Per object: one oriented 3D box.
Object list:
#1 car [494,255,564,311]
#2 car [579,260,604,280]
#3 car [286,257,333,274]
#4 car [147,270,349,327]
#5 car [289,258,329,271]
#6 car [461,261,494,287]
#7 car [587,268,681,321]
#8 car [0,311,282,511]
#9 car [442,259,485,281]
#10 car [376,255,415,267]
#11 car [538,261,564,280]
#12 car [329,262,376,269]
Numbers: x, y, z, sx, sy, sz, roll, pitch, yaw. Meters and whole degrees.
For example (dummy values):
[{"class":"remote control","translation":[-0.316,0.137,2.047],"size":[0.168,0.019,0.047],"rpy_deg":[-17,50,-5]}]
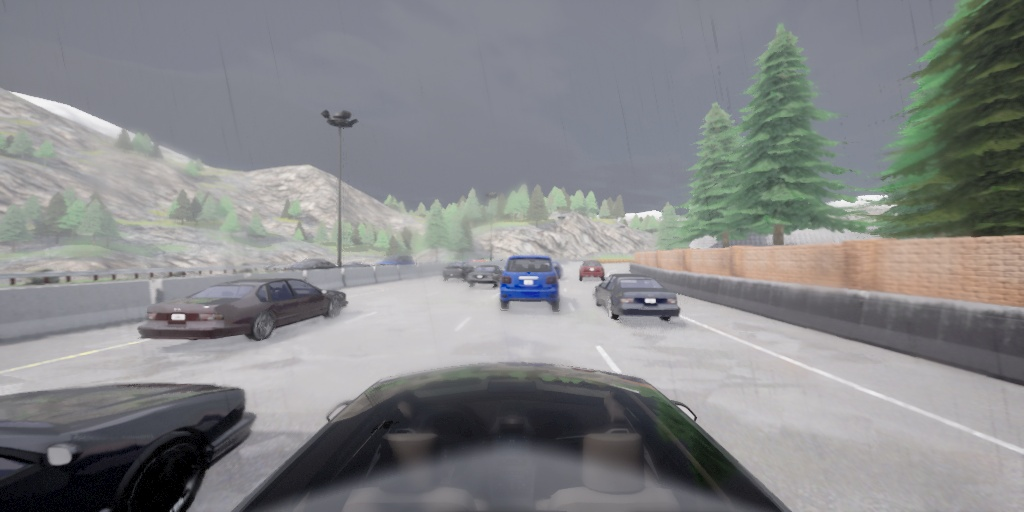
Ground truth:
[{"class":"car","translation":[0.813,0.982,14.750],"size":[2.150,2.045,5.566],"rpy_deg":[0,0,5]},{"class":"car","translation":[6.958,1.138,31.341],"size":[2.097,1.767,4.553],"rpy_deg":[0,0,12]},{"class":"car","translation":[-23.240,1.062,41.347],"size":[2.097,1.767,4.553],"rpy_deg":[0,0,14]},{"class":"car","translation":[-6.608,1.284,9.763],"size":[2.033,1.411,5.357],"rpy_deg":[0,0,3]},{"class":"car","translation":[-20.556,1.222,37.393],"size":[1.837,1.490,4.892],"rpy_deg":[0,-1,12]},{"class":"car","translation":[-1.539,1.306,24.228],"size":[2.033,1.411,5.357],"rpy_deg":[0,0,9]},{"class":"car","translation":[4.112,1.315,12.632],"size":[2.033,1.411,5.357],"rpy_deg":[0,0,5]},{"class":"car","translation":[-3.381,1.288,0.940],"size":[2.033,1.411,5.357],"rpy_deg":[0,0,0]},{"class":"car","translation":[-4.124,1.247,29.497],"size":[2.128,1.511,4.902],"rpy_deg":[0,0,11]},{"class":"car","translation":[-12.878,0.958,39.693],"size":[2.150,2.045,5.566],"rpy_deg":[0,0,14]},{"class":"car","translation":[3.612,1.255,32.473],"size":[1.882,1.535,5.008],"rpy_deg":[0,0,12]},{"class":"car","translation":[-16.832,1.290,38.030],"size":[1.994,1.385,4.181],"rpy_deg":[0,0,13]}]
